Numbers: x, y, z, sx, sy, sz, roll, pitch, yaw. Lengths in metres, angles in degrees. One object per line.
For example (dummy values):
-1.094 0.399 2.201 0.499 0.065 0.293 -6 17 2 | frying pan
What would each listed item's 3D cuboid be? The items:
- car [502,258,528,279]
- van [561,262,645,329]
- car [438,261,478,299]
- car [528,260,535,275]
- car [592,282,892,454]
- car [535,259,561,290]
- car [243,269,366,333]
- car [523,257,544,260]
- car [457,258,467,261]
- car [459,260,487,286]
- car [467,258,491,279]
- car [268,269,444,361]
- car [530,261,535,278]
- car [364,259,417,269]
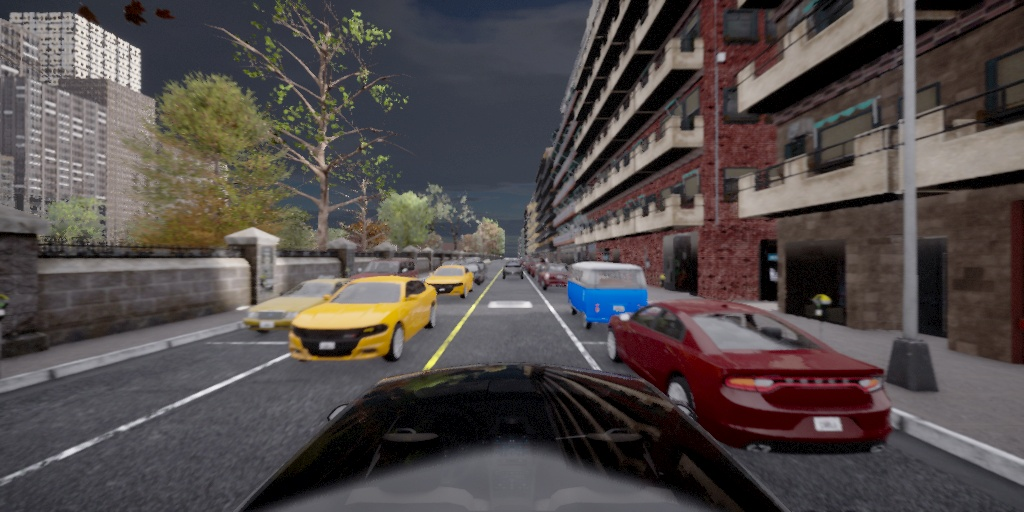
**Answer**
0.088 1.243 32.972 2.128 1.511 4.902 0 0 0 | car
2.688 1.088 10.915 1.690 1.789 3.998 0 0 0 | van
-3.074 1.225 18.393 1.882 1.535 5.008 0 0 0 | car
2.679 1.297 33.435 1.888 1.381 4.507 0 0 0 | car
2.689 1.294 5.284 1.888 1.381 4.507 0 0 0 | car
2.684 1.188 22.175 1.967 1.591 4.097 0 0 0 | car
-5.693 1.273 10.743 1.751 1.417 4.829 0 0 0 | car
2.678 1.069 39.065 2.192 1.841 5.009 0 0 0 | car
-5.701 1.191 33.433 1.967 1.591 4.097 0 0 0 | car
-3.008 1.274 25.568 1.812 1.442 4.674 0 1 0 | car
-3.046 1.271 30.368 1.837 1.490 4.892 0 2 0 | car
-3.087 1.226 8.478 1.882 1.535 5.008 0 0 0 | car
2.681 1.300 27.805 2.007 1.370 4.403 0 0 0 | car
-5.695 1.062 16.542 2.192 1.841 5.009 0 0 0 | car
